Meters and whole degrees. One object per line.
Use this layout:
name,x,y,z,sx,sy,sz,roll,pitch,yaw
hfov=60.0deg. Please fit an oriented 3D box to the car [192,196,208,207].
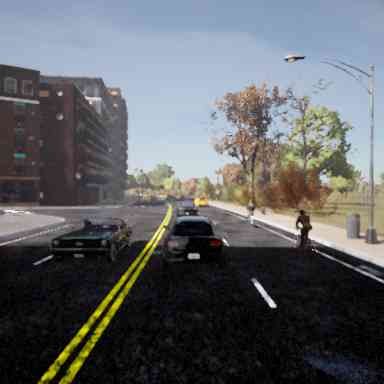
car,1.473,1.571,53.162,1.882,1.535,5.008,0,0,-4

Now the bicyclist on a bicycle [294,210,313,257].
bicyclist on a bicycle,4.059,1.482,12.100,0.582,1.620,1.656,0,0,-1

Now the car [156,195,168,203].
car,-7.185,1.712,76.110,1.895,1.301,4.718,0,0,-6

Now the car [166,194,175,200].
car,-6.215,1.390,95.142,2.097,1.767,4.553,0,0,-8

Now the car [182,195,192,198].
car,-0.458,1.642,74.273,2.128,1.511,4.902,0,0,-6

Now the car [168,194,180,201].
car,-4.950,1.648,85.203,2.128,1.511,4.902,0,0,-7

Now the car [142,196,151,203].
car,-10.413,1.593,75.733,1.882,1.535,5.008,0,0,-6

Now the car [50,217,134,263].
car,-3.423,1.622,12.221,1.895,1.301,4.718,0,0,-1

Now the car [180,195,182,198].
car,-2.226,1.485,89.670,2.097,1.767,4.553,0,0,-7

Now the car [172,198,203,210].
car,-0.436,1.546,29.234,2.128,1.511,4.902,0,0,-2

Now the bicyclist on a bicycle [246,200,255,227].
bicyclist on a bicycle,3.853,1.417,21.994,0.659,1.776,1.843,0,0,-2

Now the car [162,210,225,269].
car,0.025,1.549,11.138,1.812,1.442,4.674,0,0,-1
